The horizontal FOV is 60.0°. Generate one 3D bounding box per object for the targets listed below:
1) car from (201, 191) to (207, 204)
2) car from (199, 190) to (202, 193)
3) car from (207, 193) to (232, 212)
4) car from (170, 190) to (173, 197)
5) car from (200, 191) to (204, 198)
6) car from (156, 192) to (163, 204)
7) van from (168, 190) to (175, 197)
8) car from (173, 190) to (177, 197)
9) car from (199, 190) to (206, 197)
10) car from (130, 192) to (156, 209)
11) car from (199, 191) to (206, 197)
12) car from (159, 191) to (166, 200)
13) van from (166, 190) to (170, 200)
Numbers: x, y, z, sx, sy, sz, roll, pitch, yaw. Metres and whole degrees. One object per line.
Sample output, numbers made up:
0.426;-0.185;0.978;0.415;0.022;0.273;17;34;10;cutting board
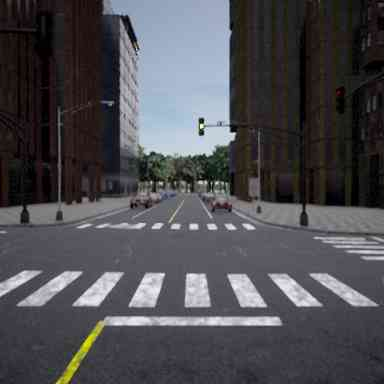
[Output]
2.775;1.005;48.816;2.008;1.369;4.403;0;1;0;car
2.780;0.800;65.298;1.752;1.417;4.829;0;1;0;car
2.771;1.074;32.504;1.967;1.590;4.097;0;1;0;car
-5.744;0.769;70.568;2.008;1.369;4.403;0;1;0;car
2.777;0.939;54.254;1.887;1.381;4.507;0;1;0;car
-5.750;1.036;48.819;1.802;1.307;4.206;0;1;0;car
-5.739;0.328;92.315;1.690;1.788;3.998;0;1;0;van
-5.740;0.610;86.880;1.947;1.339;4.313;0;1;0;car
2.778;0.880;59.691;1.887;1.381;4.507;0;1;0;car
-5.753;0.889;37.942;2.192;1.841;5.009;0;1;0;car
2.786;0.510;92.484;1.752;1.417;4.829;0;1;0;car
-5.749;0.922;54.086;1.752;1.417;4.829;0;1;0;car
-5.746;0.618;65.129;1.690;1.788;3.998;0;1;0;van
